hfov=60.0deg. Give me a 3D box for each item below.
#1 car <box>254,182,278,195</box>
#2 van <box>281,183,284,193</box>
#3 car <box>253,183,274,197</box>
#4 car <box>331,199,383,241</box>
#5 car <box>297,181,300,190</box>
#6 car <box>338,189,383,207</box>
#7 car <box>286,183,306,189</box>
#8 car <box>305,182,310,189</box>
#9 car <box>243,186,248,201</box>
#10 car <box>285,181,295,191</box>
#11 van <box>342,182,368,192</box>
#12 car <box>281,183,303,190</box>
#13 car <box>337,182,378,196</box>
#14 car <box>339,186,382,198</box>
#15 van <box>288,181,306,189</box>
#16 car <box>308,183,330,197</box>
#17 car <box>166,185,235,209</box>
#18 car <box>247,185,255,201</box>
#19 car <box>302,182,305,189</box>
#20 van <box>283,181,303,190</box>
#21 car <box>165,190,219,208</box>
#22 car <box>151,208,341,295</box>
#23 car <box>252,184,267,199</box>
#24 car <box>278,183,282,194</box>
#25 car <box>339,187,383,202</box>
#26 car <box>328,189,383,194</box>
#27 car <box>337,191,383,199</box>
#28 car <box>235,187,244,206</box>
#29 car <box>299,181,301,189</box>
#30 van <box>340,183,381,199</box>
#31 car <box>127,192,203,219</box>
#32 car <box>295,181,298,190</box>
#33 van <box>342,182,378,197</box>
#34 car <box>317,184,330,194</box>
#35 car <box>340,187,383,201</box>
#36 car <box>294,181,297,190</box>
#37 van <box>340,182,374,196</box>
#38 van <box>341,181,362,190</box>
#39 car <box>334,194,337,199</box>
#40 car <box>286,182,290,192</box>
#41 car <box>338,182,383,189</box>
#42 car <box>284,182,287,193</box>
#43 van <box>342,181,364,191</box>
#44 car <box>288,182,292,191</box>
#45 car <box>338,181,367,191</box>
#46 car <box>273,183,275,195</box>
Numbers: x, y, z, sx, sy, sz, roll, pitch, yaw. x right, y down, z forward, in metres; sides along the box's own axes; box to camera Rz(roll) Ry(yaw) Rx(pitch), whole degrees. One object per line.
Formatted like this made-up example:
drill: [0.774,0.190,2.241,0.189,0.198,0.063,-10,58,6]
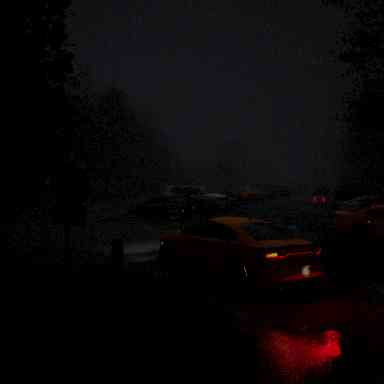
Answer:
car: [9.383,-0.269,47.397,4.553,1.767,2.185,1,2,24]
van: [11.739,-0.555,52.416,4.442,1.987,1.878,1,2,24]
car: [7.247,0.059,42.284,5.366,1.575,1.946,1,3,24]
car: [8.800,1.301,14.357,5.008,1.535,2.097,1,3,24]
car: [19.439,-0.984,70.257,5.366,1.575,1.946,1,2,24]
car: [16.686,0.521,31.918,4.792,1.488,2.163,1,3,24]
car: [27.600,-1.565,87.857,4.792,1.488,2.163,1,2,24]
car: [26.471,-1.784,85.340,5.566,2.045,2.435,1,2,24]
car: [2.528,0.518,32.244,4.892,1.521,2.231,1,3,24]
car: [16.021,-0.707,62.668,5.366,1.575,1.946,1,2,24]
van: [31.647,-0.996,64.771,4.442,1.987,1.878,1,2,24]
car: [24.169,-1.308,80.301,4.674,1.452,2.002,1,2,24]
car: [25.778,-0.558,52.092,5.566,2.045,2.435,1,2,24]
car: [22.398,-0.030,44.515,5.008,1.535,2.097,1,2,24]
van: [28.611,-1.871,90.447,4.442,1.987,1.878,1,1,24]
car: [18.284,-0.128,47.422,2.128,1.511,4.902,1,2,24]
car: [0.268,0.500,27.166,5.566,2.045,2.435,1,3,24]
car: [3.492,0.395,34.851,5.366,1.575,1.946,1,3,24]
car: [23.022,-1.256,77.773,5.008,1.535,2.097,1,2,24]
van: [25.199,-1.668,82.870,4.442,1.987,1.878,1,2,24]
car: [-0.891,0.867,24.658,5.008,1.535,2.097,1,3,24]
car: [0.921,1.371,8.558,1.882,1.535,5.008,2,-1,-31]
car: [5.820,0.159,40.019,5.366,1.575,1.946,1,3,24]
car: [10.520,-0.209,49.931,4.792,1.488,2.163,1,2,24]
car: [19.064,0.293,37.056,4.792,1.488,2.163,1,3,24]
car: [13.133,0.835,24.413,5.366,1.575,1.946,1,3,24]
car: [9.971,1.060,16.861,4.553,1.767,2.185,1,3,24]
car: [1.552,0.634,29.642,5.366,1.575,1.946,1,3,24]
car: [20.720,-1.197,72.719,4.553,1.767,2.185,1,2,24]
van: [21.151,-0.162,42.014,4.442,1.987,1.878,1,2,24]
car: [-2.062,1.013,22.144,4.792,1.488,2.163,1,3,24]
car: [18.463,-0.885,67.654,4.892,1.521,2.231,1,2,24]
van: [23.637,-0.346,46.985,4.442,1.987,1.878,1,2,24]
car: [22.511,-0.485,56.805,1.882,1.535,5.008,1,2,24]
car: [20.147,0.193,39.460,4.792,1.488,2.163,1,2,24]
car: [17.335,-0.792,65.119,4.892,1.521,2.231,1,2,24]
van: [24.561,-0.442,49.605,4.442,1.987,1.878,1,2,24]
van: [38.259,-1.553,80.020,4.442,1.987,1.878,1,2,24]
car: [11.002,1.103,19.303,4.792,1.488,2.163,1,3,24]
car: [13.885,-0.487,57.545,4.792,1.488,2.163,1,2,24]
car: [15.601,0.358,29.360,5.566,2.045,2.435,1,3,24]
car: [12.746,-0.395,55.015,4.792,1.488,2.163,1,2,24]
van: [36.195,-1.365,74.868,4.442,1.987,1.878,1,2,24]
car: [15.024,-0.580,60.075,4.792,1.488,2.163,1,2,24]
car: [34.925,-1.300,72.402,5.566,2.045,2.435,1,2,24]
car: [8.209,-0.044,44.884,4.892,1.521,2.231,1,3,24]
